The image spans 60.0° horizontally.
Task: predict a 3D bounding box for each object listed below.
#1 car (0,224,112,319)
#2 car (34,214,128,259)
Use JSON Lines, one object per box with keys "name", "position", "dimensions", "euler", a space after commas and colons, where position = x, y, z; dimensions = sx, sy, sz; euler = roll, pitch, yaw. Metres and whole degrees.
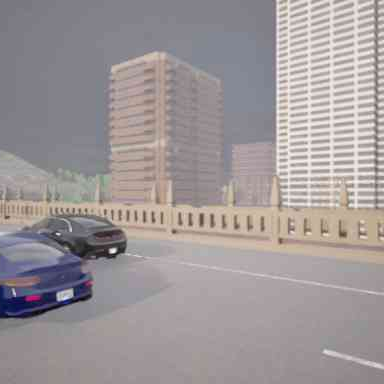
{"name": "car", "position": [-3.964, 1.529, 6.819], "dimensions": [4.674, 1.442, 1.812], "euler": [0, 0, 35]}
{"name": "car", "position": [-4.341, 1.509, 11.382], "dimensions": [4.892, 1.490, 1.837], "euler": [0, 0, 35]}
